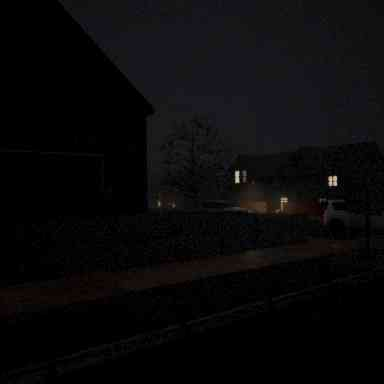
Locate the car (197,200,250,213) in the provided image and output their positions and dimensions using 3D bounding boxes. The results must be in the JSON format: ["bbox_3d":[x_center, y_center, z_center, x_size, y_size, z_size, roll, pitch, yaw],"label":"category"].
[{"bbox_3d":[2.688,1.730,29.211,2.150,2.045,5.566,-1,-1,-36],"label":"car"}]

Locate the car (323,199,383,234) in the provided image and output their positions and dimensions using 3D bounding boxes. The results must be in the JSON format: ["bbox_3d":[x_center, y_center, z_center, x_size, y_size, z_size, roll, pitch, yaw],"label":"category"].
[{"bbox_3d":[10.077,1.426,18.554,2.150,2.045,5.566,-1,-1,-31],"label":"car"}]

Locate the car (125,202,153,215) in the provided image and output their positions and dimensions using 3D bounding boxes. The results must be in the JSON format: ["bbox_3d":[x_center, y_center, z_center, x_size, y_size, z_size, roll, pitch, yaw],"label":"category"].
[{"bbox_3d":[-7.837,2.341,48.811,2.097,1.767,4.553,-1,-1,-35],"label":"car"}]

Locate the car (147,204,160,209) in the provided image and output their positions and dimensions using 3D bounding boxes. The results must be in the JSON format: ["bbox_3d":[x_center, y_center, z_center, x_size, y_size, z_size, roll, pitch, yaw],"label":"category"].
[{"bbox_3d":[-4.972,2.346,39.867,1.812,1.442,4.674,-1,-1,-35],"label":"car"}]
